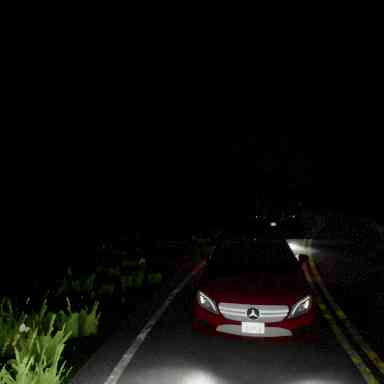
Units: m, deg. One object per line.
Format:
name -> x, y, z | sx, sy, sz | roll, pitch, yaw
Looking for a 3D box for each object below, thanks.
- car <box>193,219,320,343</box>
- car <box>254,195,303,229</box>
car -> 1.231, 1.534, 6.686 | 1.812, 1.442, 4.674 | -1, 0, 11
car -> 5.004, 1.215, 18.857 | 2.150, 2.045, 5.566 | -2, -1, 22
